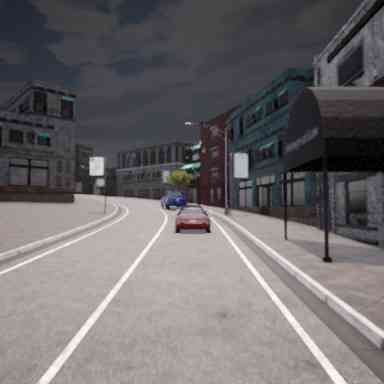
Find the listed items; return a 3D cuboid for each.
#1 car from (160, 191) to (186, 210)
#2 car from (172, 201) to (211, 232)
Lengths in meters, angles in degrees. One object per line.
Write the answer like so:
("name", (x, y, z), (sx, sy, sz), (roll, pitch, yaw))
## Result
("car", (-2.179, 0.894, 38.086), (2.150, 2.045, 5.566), (1, 1, -14))
("car", (0.014, 1.481, 19.564), (1.994, 1.385, 4.181), (0, 1, -1))
